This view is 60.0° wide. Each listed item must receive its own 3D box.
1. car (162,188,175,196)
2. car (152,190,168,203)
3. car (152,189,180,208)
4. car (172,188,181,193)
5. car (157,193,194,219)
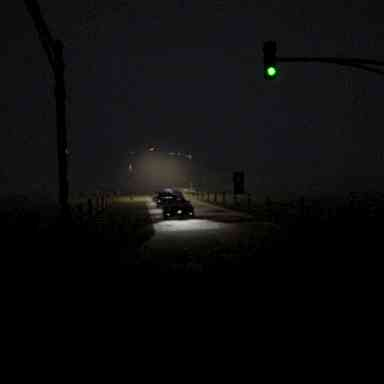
[{"bbox_3d":[-4.441,0.034,62.739,1.895,1.301,4.718,-2,2,-9],"label":"car"},{"bbox_3d":[-4.187,0.517,42.707,1.812,1.442,4.674,-2,2,-8],"label":"car"},{"bbox_3d":[-2.629,0.753,32.676,1.812,1.442,4.674,-2,2,-8],"label":"car"},{"bbox_3d":[-2.800,0.140,52.840,1.882,1.535,5.008,-2,2,-9],"label":"car"},{"bbox_3d":[-1.074,1.023,22.785,1.994,1.385,4.181,-2,2,-8],"label":"car"}]
